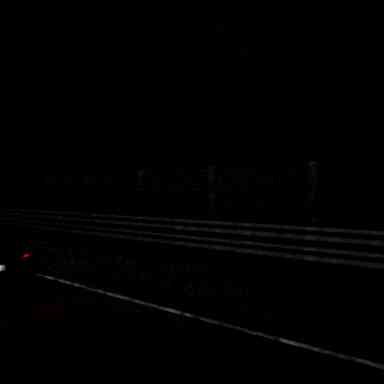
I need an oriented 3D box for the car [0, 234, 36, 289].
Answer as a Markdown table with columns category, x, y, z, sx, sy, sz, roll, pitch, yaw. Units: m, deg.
| category | x | y | z | sx | sy | sz | roll | pitch | yaw |
| --- | --- | --- | --- | --- | --- | --- | --- | --- | --- |
| car | -5.676 | 1.565 | 8.109 | 4.181 | 1.385 | 1.994 | 0 | 0 | 36 |
